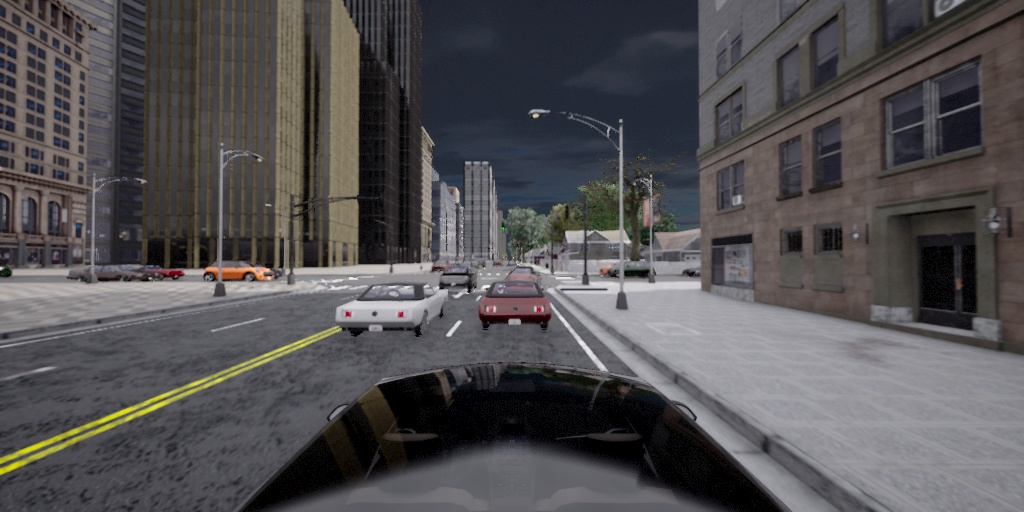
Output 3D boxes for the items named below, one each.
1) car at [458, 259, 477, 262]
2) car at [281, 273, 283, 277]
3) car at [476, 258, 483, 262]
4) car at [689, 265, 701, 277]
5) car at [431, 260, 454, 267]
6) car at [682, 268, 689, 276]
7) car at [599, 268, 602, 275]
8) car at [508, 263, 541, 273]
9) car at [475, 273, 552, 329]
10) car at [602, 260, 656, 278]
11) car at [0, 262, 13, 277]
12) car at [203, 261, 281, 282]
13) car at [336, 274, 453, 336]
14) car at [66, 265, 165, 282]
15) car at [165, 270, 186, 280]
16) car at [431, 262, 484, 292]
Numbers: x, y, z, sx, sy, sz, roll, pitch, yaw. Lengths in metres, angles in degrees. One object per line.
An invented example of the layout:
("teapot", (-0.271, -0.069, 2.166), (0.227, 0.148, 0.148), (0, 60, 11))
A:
("car", (-6.583, 1.481, 51.756), (1.837, 1.490, 4.892), (0, 0, 0))
("car", (-22.695, 1.437, 31.591), (4.181, 1.385, 1.994), (0, -1, -3))
("car", (-6.554, 1.527, 61.895), (1.837, 1.490, 4.892), (0, 0, 0))
("car", (20.568, 1.413, 35.180), (4.902, 1.511, 2.128), (0, -1, 0))
("car", (-9.838, 1.320, 49.941), (2.097, 1.767, 4.553), (0, 0, 0))
("car", (21.215, 1.517, 38.425), (5.357, 1.411, 2.033), (0, -1, 0))
("car", (11.744, 1.321, 38.490), (4.553, 1.767, 2.097), (0, -1, 0))
("car", (0.869, 1.377, 23.437), (1.994, 1.385, 4.181), (1, 0, 11))
("car", (0.087, 1.395, 11.340), (1.895, 1.301, 4.718), (0, 0, 0))
("car", (11.611, 1.273, 35.239), (4.553, 1.767, 2.097), (0, -1, 0))
("car", (-53.183, 1.305, 35.587), (4.553, 1.767, 2.097), (0, -1, -7))
("car", (-21.491, 1.177, 28.365), (4.553, 1.767, 2.097), (0, -1, -2))
("car", (-3.153, 1.391, 10.531), (1.895, 1.301, 4.718), (0, 0, 0))
("car", (-30.943, 1.371, 27.869), (5.357, 1.411, 2.033), (0, -1, -4))
("car", (-31.442, 1.472, 31.085), (4.718, 1.301, 1.895), (0, -1, -4))
("car", (-3.150, 1.322, 21.744), (2.128, 1.511, 4.902), (0, 0, 0))
